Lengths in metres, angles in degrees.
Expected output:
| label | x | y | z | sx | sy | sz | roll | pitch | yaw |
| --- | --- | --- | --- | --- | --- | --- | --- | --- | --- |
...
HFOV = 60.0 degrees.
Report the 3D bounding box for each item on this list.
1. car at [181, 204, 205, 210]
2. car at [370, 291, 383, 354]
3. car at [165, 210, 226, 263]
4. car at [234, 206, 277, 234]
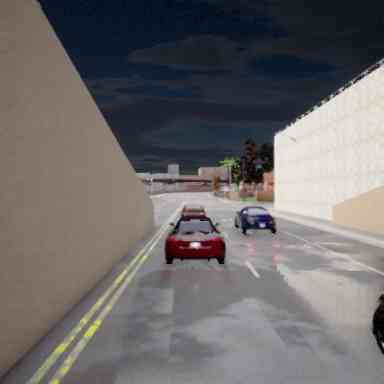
| label | x | y | z | sx | sy | sz | roll | pitch | yaw |
| --- | --- | --- | --- | --- | --- | --- | --- | --- | --- |
| car | 0.106 | 1.622 | 26.269 | 1.895 | 1.301 | 4.718 | 0 | 0 | 0 |
| car | 3.600 | 1.567 | 3.179 | 1.994 | 1.385 | 4.181 | 0 | 0 | 0 |
| car | 0.102 | 1.574 | 12.100 | 1.994 | 1.385 | 4.181 | 0 | 0 | 0 |
| car | 3.607 | 1.542 | 19.334 | 1.812 | 1.442 | 4.674 | 0 | 0 | 0 |
